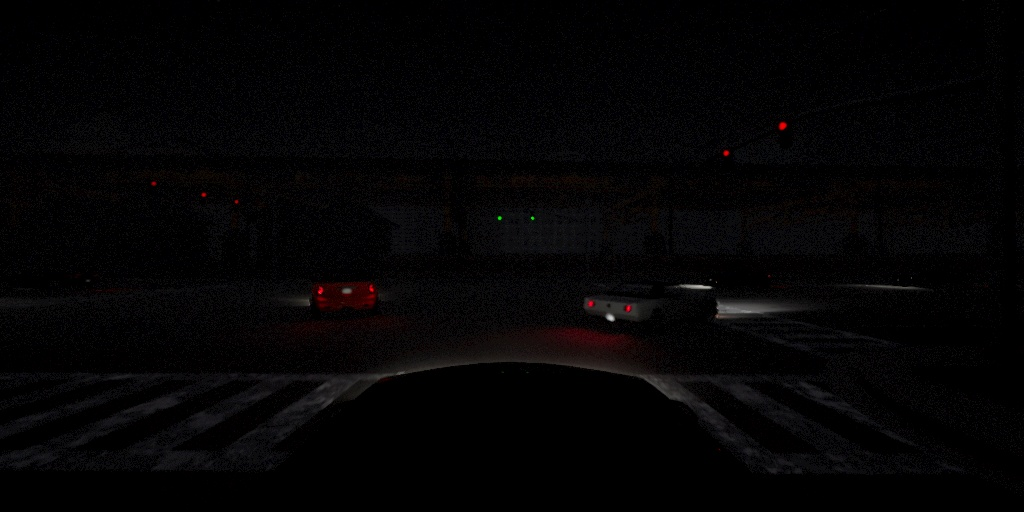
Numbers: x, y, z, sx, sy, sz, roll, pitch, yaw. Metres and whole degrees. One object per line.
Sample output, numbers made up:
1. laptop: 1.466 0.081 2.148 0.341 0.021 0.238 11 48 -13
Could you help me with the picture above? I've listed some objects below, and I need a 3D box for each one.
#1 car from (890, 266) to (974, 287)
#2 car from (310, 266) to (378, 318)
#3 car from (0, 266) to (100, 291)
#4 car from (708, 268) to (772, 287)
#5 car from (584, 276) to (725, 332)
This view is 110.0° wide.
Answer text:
1. car: 30.972 1.512 26.509 4.892 1.490 1.837 0 -1 0
2. car: -6.583 1.217 13.917 2.097 1.767 4.553 0 -1 -29
3. car: -29.501 1.418 22.914 5.008 1.535 1.882 0 -1 1
4. car: 16.661 1.564 26.504 4.181 1.385 1.994 0 -1 0
5. car: 4.558 1.447 11.336 4.718 1.301 1.895 0 -1 -36
